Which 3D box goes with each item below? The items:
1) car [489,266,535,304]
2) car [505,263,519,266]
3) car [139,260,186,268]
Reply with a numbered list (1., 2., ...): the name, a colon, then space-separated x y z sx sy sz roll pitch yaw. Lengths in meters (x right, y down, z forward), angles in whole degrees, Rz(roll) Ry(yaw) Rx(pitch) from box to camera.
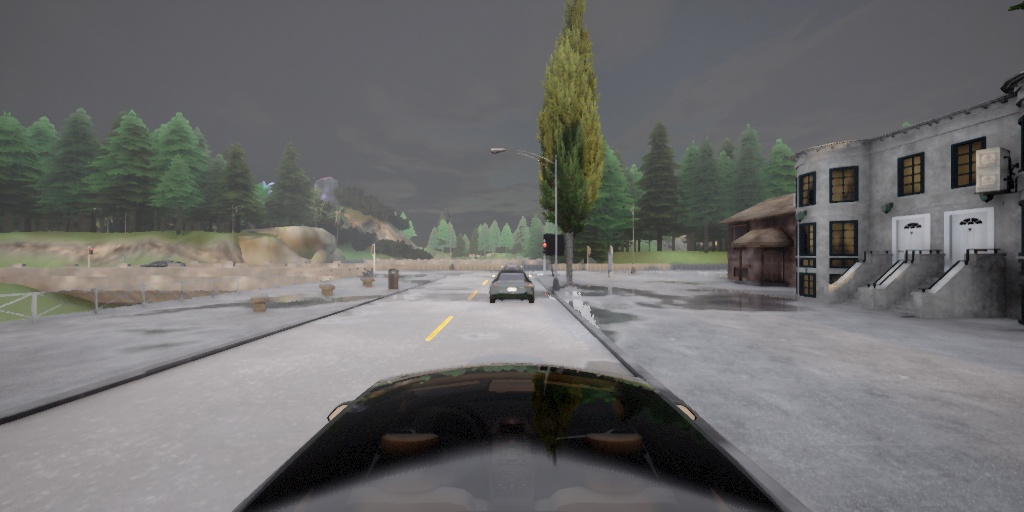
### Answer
1. car: 0.000 1.321 16.500 1.994 1.385 4.181 0 0 0
2. car: 0.000 1.321 31.500 1.994 1.385 4.181 0 0 0
3. car: -43.709 1.265 44.883 4.892 1.490 1.837 0 0 0
